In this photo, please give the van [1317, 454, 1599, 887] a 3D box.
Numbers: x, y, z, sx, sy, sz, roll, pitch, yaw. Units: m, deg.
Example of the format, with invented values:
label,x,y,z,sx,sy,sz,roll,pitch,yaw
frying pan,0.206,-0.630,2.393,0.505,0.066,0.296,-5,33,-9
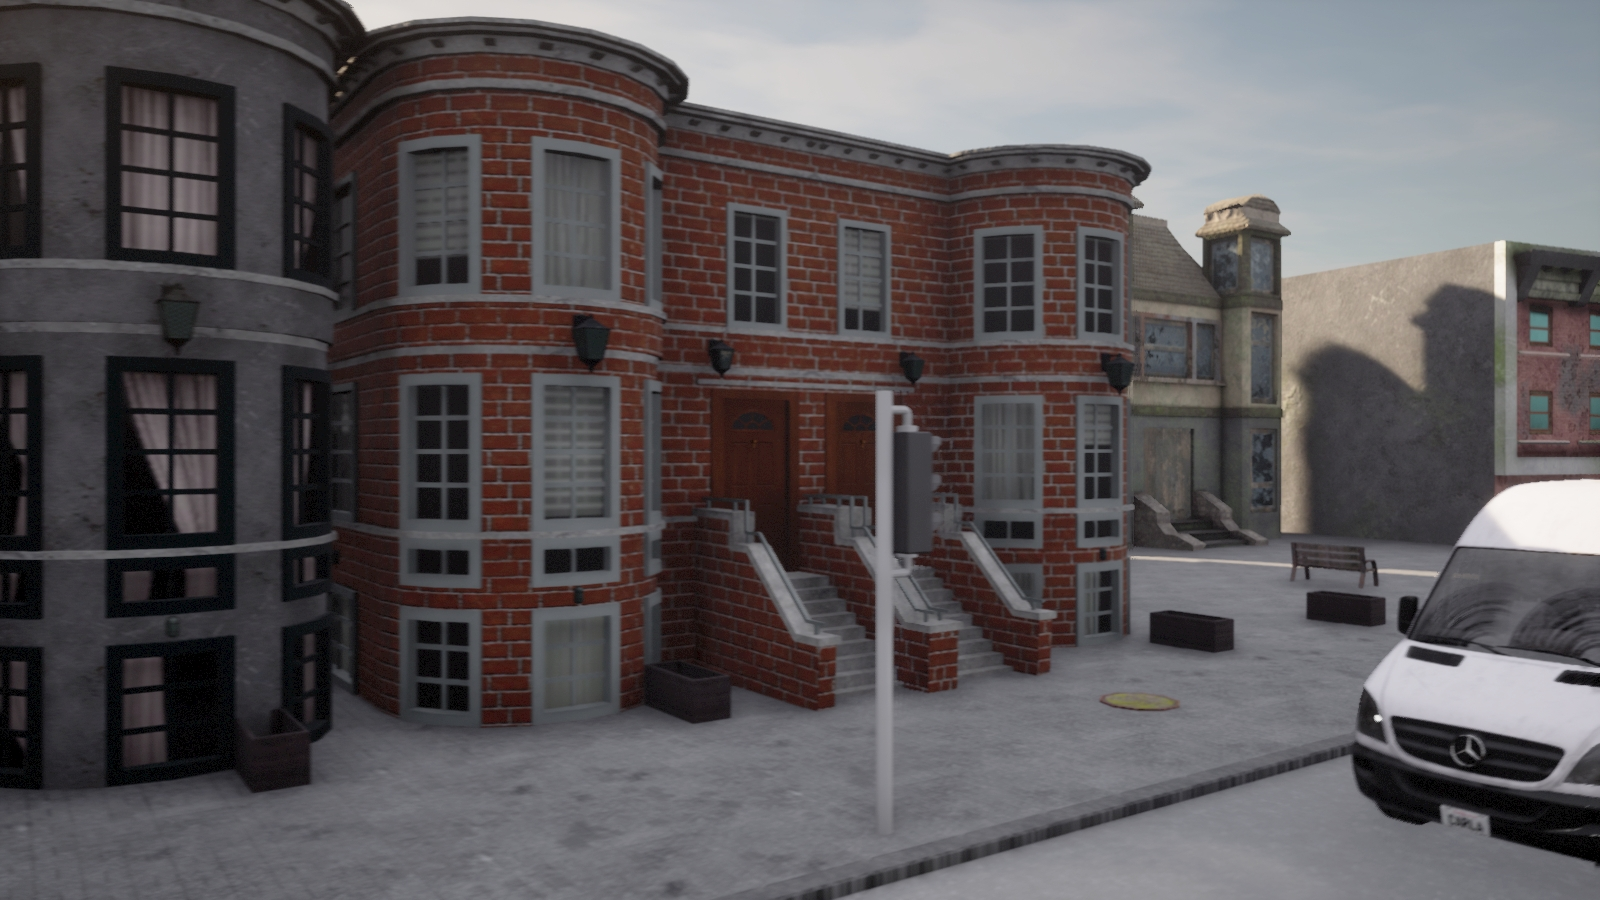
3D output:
label,x,y,z,sx,sy,sz,roll,pitch,yaw
van,6.718,1.314,9.114,5.915,2.561,1.988,0,0,-35
